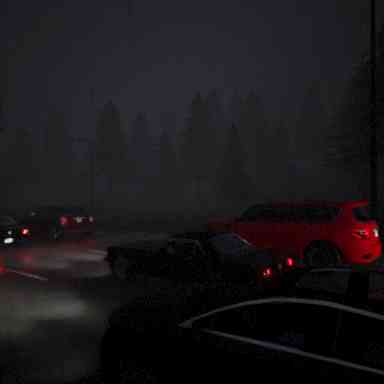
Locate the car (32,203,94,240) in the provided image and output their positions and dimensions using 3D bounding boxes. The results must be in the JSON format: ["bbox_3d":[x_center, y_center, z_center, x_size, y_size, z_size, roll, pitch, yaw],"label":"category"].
[{"bbox_3d":[-7.351,1.448,17.791,4.553,1.767,2.097,0,0,35],"label":"car"}]

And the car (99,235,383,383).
[{"bbox_3d":[1.171,1.497,3.112,4.902,1.511,2.128,0,0,36],"label":"car"}]

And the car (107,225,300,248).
[{"bbox_3d":[-0.033,1.628,8.309,4.718,1.301,1.895,0,0,35],"label":"car"}]

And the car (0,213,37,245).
[{"bbox_3d":[-9.165,1.695,14.781,4.718,1.301,1.895,0,0,36],"label":"car"}]

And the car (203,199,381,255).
[{"bbox_3d":[2.804,1.243,10.585,5.566,2.045,2.150,0,0,35],"label":"car"}]
